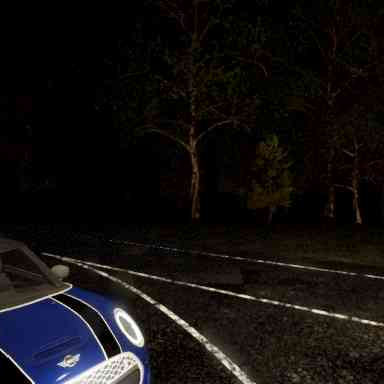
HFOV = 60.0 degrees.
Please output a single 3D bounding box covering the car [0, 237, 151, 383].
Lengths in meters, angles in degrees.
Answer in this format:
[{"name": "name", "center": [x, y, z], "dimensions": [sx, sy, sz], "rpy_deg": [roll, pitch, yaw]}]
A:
[{"name": "car", "center": [-2.619, 1.338, 3.748], "dimensions": [4.553, 1.767, 2.097], "rpy_deg": [1, 0, 35]}]
